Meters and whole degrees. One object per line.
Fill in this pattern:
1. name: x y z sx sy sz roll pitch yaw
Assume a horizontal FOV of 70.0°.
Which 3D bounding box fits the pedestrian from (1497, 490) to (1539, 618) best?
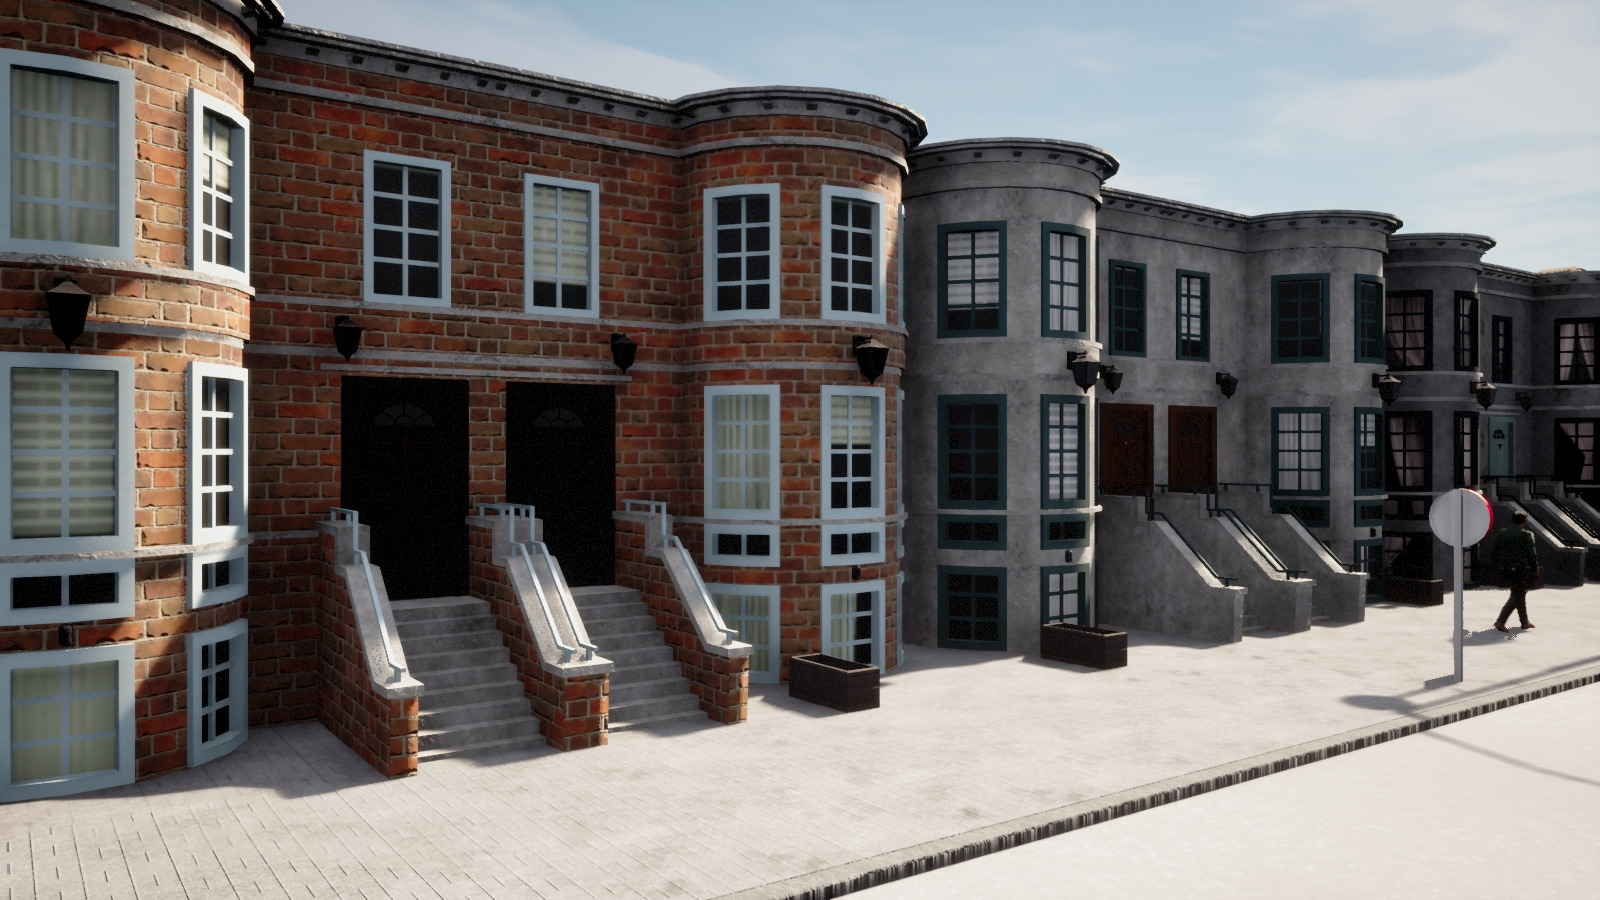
1. pedestrian: 10.610 1.524 16.886 0.375 1.860 0.375 0 0 -21
